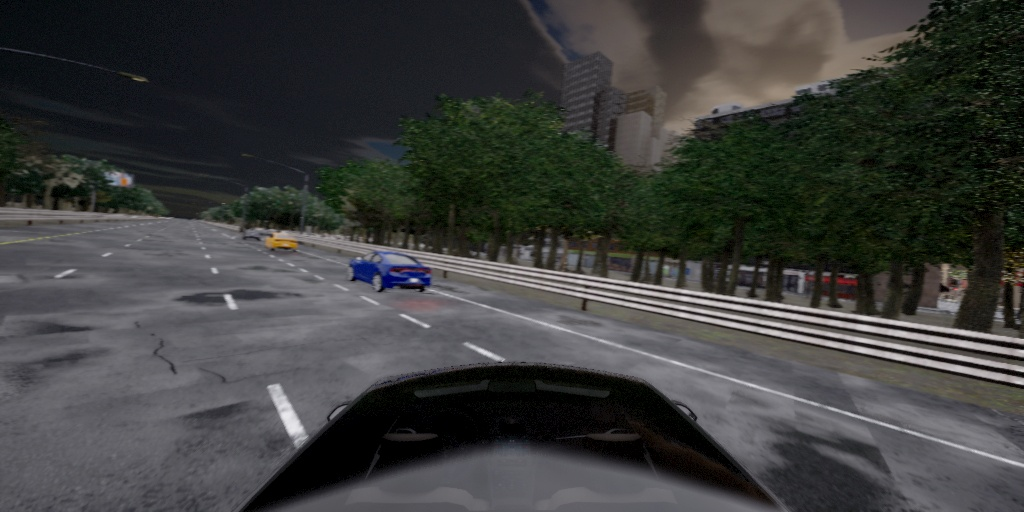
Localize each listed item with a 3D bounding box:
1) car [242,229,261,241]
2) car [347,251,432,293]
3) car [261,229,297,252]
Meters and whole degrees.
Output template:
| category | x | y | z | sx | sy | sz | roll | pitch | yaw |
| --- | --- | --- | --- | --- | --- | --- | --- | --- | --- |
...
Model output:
| category | x | y | z | sx | sy | sz | roll | pitch | yaw |
| --- | --- | --- | --- | --- | --- | --- | --- | --- | --- |
| car | -34.541 | -2.830 | 47.521 | 2.033 | 1.411 | 5.357 | 5 | 1 | -40 |
| car | -5.172 | 0.535 | 14.826 | 1.882 | 1.535 | 5.008 | 5 | 1 | -42 |
| car | -20.548 | -1.262 | 31.862 | 1.882 | 1.535 | 5.008 | 5 | 1 | -42 |
